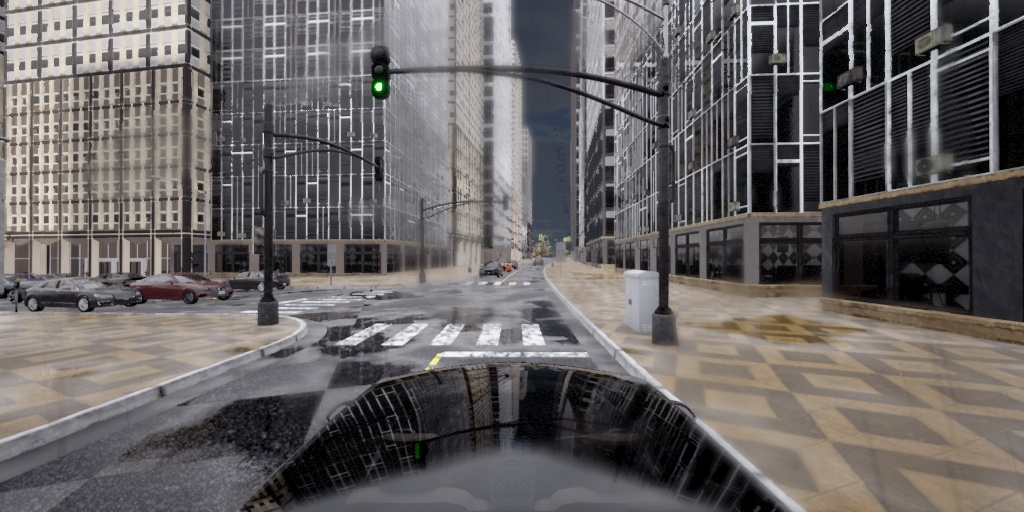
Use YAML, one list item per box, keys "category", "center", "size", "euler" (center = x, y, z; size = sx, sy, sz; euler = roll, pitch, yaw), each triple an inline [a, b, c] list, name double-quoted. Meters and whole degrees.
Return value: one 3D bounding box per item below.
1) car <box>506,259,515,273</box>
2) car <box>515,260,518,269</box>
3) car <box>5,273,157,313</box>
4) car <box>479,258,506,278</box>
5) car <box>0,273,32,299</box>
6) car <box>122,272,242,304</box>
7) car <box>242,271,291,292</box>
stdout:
- category: "car"
  center: [-1.169, 1.092, 43.739]
  size: [2.097, 1.767, 4.553]
  euler: [0, 0, 5]
- category: "car"
  center: [-0.149, 1.274, 54.282]
  size: [2.033, 1.411, 5.357]
  euler: [0, 0, 6]
- category: "car"
  center: [-18.123, 1.572, 15.186]
  size: [4.403, 1.370, 2.007]
  euler: [0, 0, 9]
- category: "car"
  center: [-1.913, 1.252, 34.160]
  size: [1.837, 1.490, 4.892]
  euler: [0, 0, 4]
- category: "car"
  center: [-26.396, 1.683, 19.129]
  size: [4.902, 1.511, 2.128]
  euler: [-1, 0, 9]
- category: "car"
  center: [-16.163, 1.534, 17.502]
  size: [4.674, 1.442, 1.812]
  euler: [-1, 0, 9]
- category: "car"
  center: [-16.808, 1.619, 23.463]
  size: [4.403, 1.370, 2.007]
  euler: [0, 0, 9]
